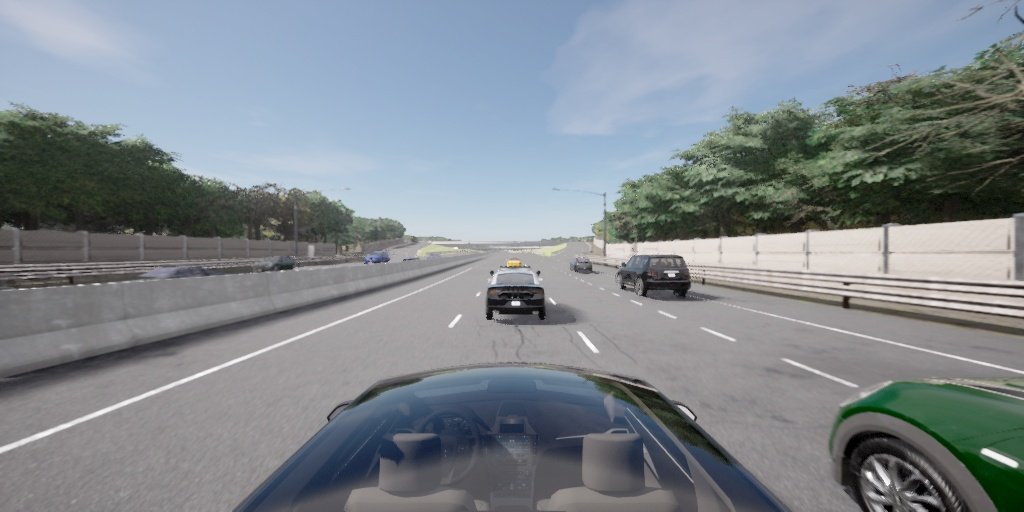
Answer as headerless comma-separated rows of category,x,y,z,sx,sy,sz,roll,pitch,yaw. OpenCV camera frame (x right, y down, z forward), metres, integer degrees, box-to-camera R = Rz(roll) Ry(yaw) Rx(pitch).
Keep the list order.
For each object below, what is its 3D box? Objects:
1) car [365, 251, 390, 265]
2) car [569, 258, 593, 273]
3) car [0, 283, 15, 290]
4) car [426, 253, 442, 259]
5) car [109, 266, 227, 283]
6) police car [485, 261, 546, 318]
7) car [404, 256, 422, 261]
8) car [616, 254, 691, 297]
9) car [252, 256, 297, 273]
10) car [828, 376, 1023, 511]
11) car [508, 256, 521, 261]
car,-20.735,0.299,55.508,2.150,2.045,5.566,0,1,1
car,7.247,0.929,38.056,2.128,1.511,4.902,0,1,0
car,-14.093,1.101,7.605,2.097,1.767,4.553,0,0,0
car,-13.588,0.274,63.078,2.097,1.767,4.553,0,1,0
car,-17.565,1.253,18.701,2.033,1.411,5.357,0,0,0
police car,0.118,1.164,13.012,1.930,1.638,5.238,0,0,0
car,-17.116,0.618,61.817,1.895,1.301,4.718,0,1,1
car,7.148,0.931,18.673,2.150,2.045,5.566,0,0,1
car,-24.449,0.809,37.004,2.097,1.767,4.553,0,1,1
car,3.603,1.103,0.980,2.097,1.767,4.553,0,0,0
car,0.302,0.757,44.700,1.801,1.575,5.366,0,1,1
